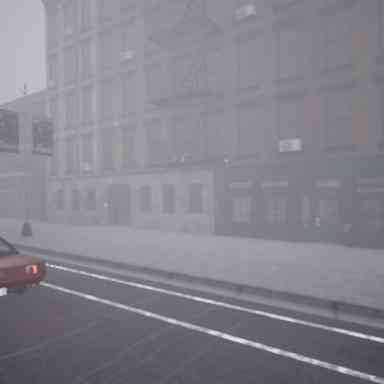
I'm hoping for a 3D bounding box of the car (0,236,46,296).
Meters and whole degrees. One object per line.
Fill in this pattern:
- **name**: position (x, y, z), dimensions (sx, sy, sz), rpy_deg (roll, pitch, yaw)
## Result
- **car**: position (-5.430, 1.608, 7.545), dimensions (4.718, 1.301, 1.895), rpy_deg (0, 0, 36)
